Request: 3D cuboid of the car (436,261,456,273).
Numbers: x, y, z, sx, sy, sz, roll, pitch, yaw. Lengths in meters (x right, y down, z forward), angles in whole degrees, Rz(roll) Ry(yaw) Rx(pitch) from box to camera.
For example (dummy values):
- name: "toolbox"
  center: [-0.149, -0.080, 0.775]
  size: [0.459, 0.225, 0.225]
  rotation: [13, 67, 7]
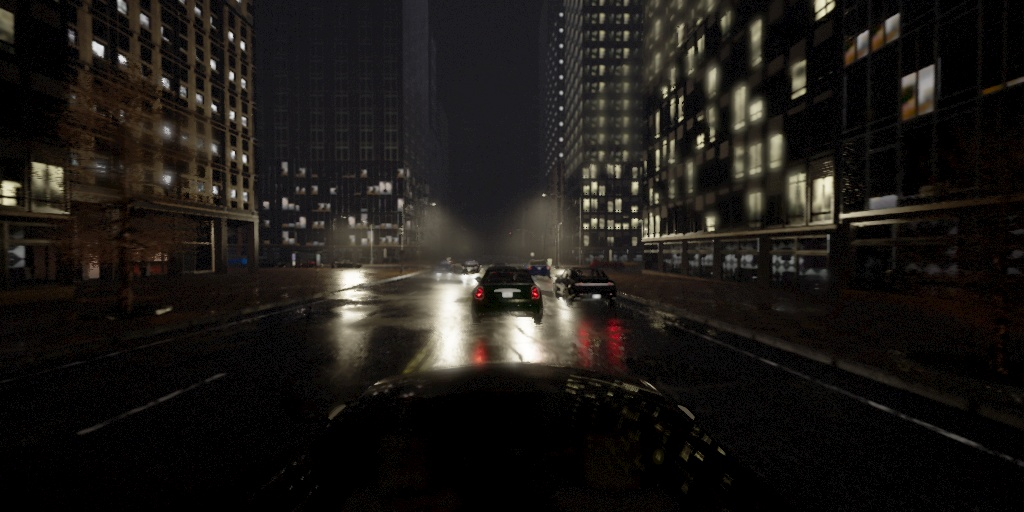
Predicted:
- name: "car"
  center: [-7.949, 1.347, 43.420]
  size: [1.994, 1.385, 4.181]
  rotation: [0, 0, -2]

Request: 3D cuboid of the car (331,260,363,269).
- name: "car"
  center: [-24.533, 1.263, 53.295]
  size: [4.313, 1.339, 1.948]
  rotation: [0, 0, -1]

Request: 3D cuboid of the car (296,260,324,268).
- name: "car"
  center: [-30.218, 1.241, 53.216]
  size: [4.207, 1.307, 1.802]
  rotation: [0, 0, -1]

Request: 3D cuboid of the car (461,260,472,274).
- name: "car"
  center: [-4.627, 1.267, 40.922]
  size: [2.128, 1.511, 4.902]
  rotation: [0, 0, -2]

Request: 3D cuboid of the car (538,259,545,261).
- name: "car"
  center: [2.310, 1.112, 33.311]
  size: [2.097, 1.767, 4.553]
  rotation: [0, 0, -2]

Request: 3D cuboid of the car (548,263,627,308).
- name: "car"
  center: [2.964, 1.244, 15.326]
  size: [2.128, 1.511, 4.902]
  rotation: [0, 0, -2]

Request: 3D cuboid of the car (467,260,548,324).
- name: "car"
  center: [-0.189, 1.110, 12.198]
  size: [2.097, 1.767, 4.553]
  rotation: [0, 0, -2]

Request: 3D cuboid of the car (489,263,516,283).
- name: "car"
  center: [-0.815, 1.313, 29.905]
  size: [2.033, 1.411, 5.357]
  rotation: [0, 0, -2]

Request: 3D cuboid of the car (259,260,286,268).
- name: "car"
  center: [-35.902, 1.186, 53.178]
  size: [4.313, 1.339, 1.948]
  rotation: [0, 0, -1]

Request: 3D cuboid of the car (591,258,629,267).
- name: "car"
  center: [14.385, 1.263, 54.219]
  size: [5.009, 1.841, 2.192]
  rotation: [0, 0, -1]
